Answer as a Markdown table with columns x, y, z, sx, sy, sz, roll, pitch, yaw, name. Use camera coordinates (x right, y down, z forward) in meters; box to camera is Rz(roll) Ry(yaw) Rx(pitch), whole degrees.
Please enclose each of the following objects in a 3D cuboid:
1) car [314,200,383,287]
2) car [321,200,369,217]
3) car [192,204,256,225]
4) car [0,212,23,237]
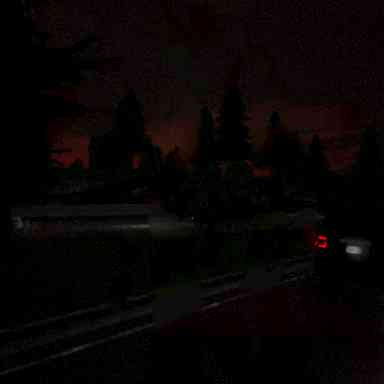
| x | y | z | sx | sy | sz | roll | pitch | yaw | name |
| --- | --- | --- | --- | --- | --- | --- | --- | --- | --- |
| 5.221 | 1.258 | 8.505 | 5.566 | 2.045 | 2.150 | 0 | -1 | -43 | car |
| 15.993 | 1.649 | 34.750 | 5.008 | 1.535 | 1.882 | 0 | 0 | -28 | car |
| 2.450 | 1.681 | 25.574 | 4.902 | 1.511 | 2.128 | 0 | 0 | -15 | car |
| -11.912 | 1.752 | 18.317 | 4.674 | 1.442 | 1.812 | 0 | -1 | -18 | car |
